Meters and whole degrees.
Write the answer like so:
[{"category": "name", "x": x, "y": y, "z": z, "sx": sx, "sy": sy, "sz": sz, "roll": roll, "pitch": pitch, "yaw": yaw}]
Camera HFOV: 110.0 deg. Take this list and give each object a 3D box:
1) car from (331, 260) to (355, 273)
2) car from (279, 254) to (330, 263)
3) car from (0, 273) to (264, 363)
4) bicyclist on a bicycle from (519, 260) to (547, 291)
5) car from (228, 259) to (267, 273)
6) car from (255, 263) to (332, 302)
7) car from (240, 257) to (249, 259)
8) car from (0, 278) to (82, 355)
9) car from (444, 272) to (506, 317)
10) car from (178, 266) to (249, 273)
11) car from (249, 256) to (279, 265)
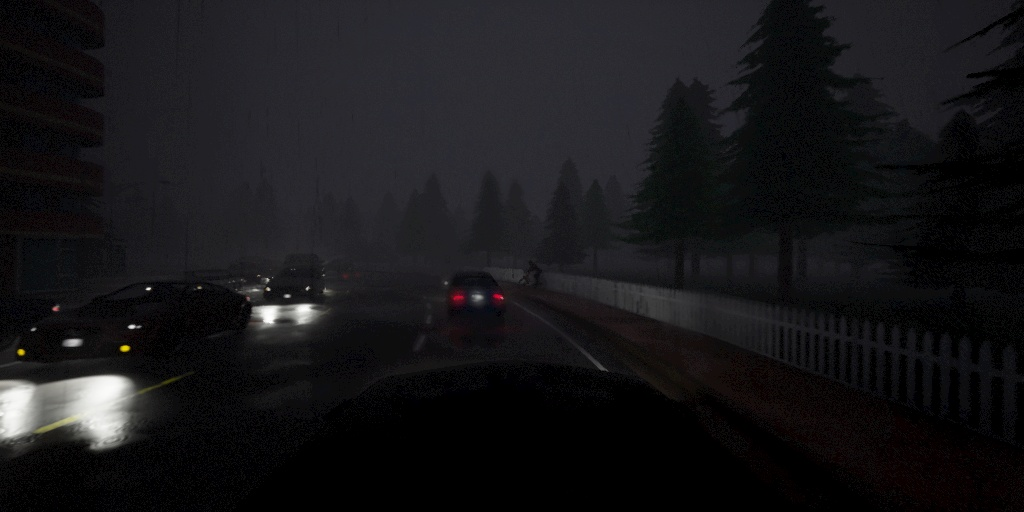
[{"category": "car", "x": -19.146, "y": 1.105, "z": 39.648, "sx": 4.674, "sy": 1.442, "sz": 1.812, "roll": 1, "pitch": 0, "yaw": 37}, {"category": "car", "x": -15.001, "y": 0.843, "z": 25.752, "sx": 2.150, "sy": 2.045, "sz": 5.566, "roll": 0, "pitch": 0, "yaw": -38}, {"category": "car", "x": -7.693, "y": 1.254, "z": 7.923, "sx": 1.994, "sy": 1.385, "sz": 4.181, "roll": 0, "pitch": 0, "yaw": -11}, {"category": "bicyclist on a bicycle", "x": 1.116, "y": 1.045, "z": 19.060, "sx": 1.656, "sy": 1.620, "sz": 0.582, "roll": 0, "pitch": 0, "yaw": -19}, {"category": "car", "x": -18.215, "y": 1.147, "z": 24.332, "sx": 2.033, "sy": 1.411, "sz": 5.357, "roll": 0, "pitch": 0, "yaw": -38}, {"category": "car", "x": -10.001, "y": 1.213, "z": 16.873, "sx": 2.033, "sy": 1.411, "sz": 5.357, "roll": 0, "pitch": 0, "yaw": -22}, {"category": "car", "x": -31.094, "y": 0.842, "z": 42.306, "sx": 4.553, "sy": 1.767, "sz": 2.097, "roll": 0, "pitch": 0, "yaw": 18}, {"category": "car", "x": -10.910, "y": 1.216, "z": 5.664, "sx": 2.033, "sy": 1.411, "sz": 5.357, "roll": 0, "pitch": 0, "yaw": -4}, {"category": "car", "x": -1.450, "y": 1.278, "z": 13.084, "sx": 2.033, "sy": 1.411, "sz": 5.357, "roll": 0, "pitch": 0, "yaw": -11}, {"category": "car", "x": -13.041, "y": 1.246, "z": 15.012, "sx": 1.895, "sy": 1.301, "sz": 4.718, "roll": 0, "pitch": 0, "yaw": -21}, {"category": "car", "x": -22.230, "y": 1.041, "z": 33.181, "sx": 5.008, "sy": 1.535, "sz": 1.882, "roll": 0, "pitch": 0, "yaw": 38}]
